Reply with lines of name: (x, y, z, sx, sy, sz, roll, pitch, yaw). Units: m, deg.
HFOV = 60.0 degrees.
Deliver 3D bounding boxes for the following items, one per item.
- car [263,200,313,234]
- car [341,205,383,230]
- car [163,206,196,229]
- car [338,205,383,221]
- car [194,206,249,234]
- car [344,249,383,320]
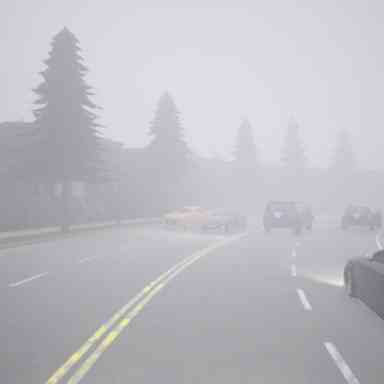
car: (6.398, 1.547, 21.804, 2.150, 2.045, 5.566, 0, -1, 31)
car: (12.552, 1.745, 24.436, 2.097, 1.767, 4.553, 0, -1, 37)
car: (-0.170, 1.801, 24.619, 1.882, 1.535, 5.008, 0, -1, 31)
car: (17.366, 2.094, 34.050, 5.357, 1.411, 2.033, 1, -1, -37)
car: (2.246, 1.805, 21.808, 1.837, 1.490, 4.892, -1, -1, 29)
car: (4.319, 1.670, 6.119, 1.994, 1.385, 4.181, 0, -1, 9)
